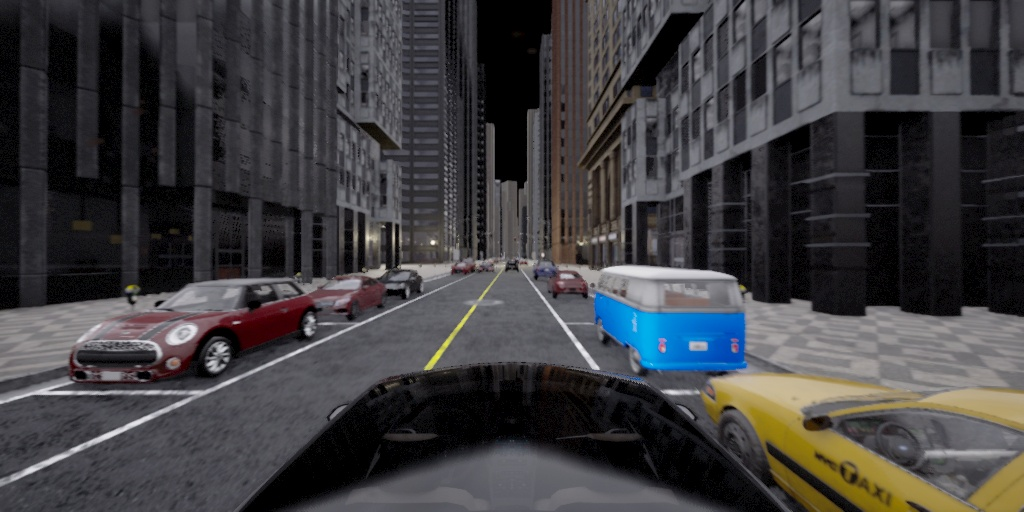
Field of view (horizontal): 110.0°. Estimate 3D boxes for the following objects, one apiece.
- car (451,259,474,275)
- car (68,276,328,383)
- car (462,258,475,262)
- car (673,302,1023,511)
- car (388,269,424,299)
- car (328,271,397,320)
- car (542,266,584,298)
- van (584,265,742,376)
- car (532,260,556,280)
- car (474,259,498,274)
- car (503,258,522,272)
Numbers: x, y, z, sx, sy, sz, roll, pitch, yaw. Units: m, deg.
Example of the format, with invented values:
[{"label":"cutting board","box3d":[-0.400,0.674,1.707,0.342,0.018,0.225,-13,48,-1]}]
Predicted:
[{"label":"car","box3d":[-5.772,1.395,40.758,1.888,1.381,4.507,0,0,0]},{"label":"car","box3d":[-5.763,1.203,7.148,1.967,1.591,4.097,0,0,0]},{"label":"car","box3d":[-5.773,1.180,46.360,2.192,1.841,5.009,0,0,0]},{"label":"car","box3d":[2.763,1.275,1.734,1.751,1.417,4.829,0,0,0]},{"label":"car","box3d":[-5.766,1.357,18.352,1.948,1.339,4.313,0,0,0]},{"label":"car","box3d":[-5.765,1.359,12.750,1.802,1.307,4.207,0,0,0]},{"label":"car","box3d":[2.759,1.373,18.370,1.802,1.307,4.207,0,0,0]},{"label":"van","box3d":[2.762,1.104,7.166,1.690,1.789,3.998,0,0,0]},{"label":"car","box3d":[2.992,1.180,32.774,2.097,1.767,4.553,0,0,0]},{"label":"car","box3d":[-3.098,1.423,43.746,1.994,1.385,4.181,0,0,0]},{"label":"car","box3d":[0.016,1.380,49.002,1.837,1.490,4.892,0,0,0]}]
